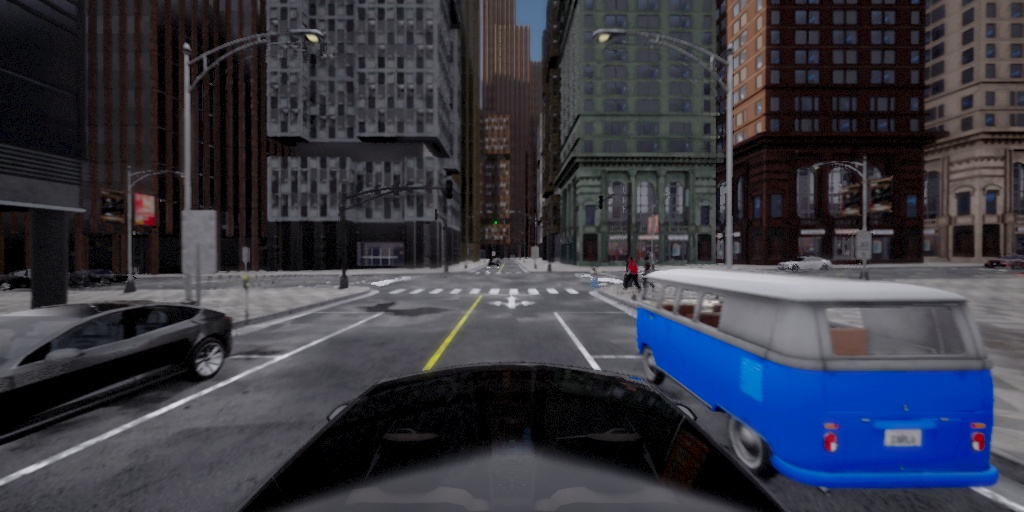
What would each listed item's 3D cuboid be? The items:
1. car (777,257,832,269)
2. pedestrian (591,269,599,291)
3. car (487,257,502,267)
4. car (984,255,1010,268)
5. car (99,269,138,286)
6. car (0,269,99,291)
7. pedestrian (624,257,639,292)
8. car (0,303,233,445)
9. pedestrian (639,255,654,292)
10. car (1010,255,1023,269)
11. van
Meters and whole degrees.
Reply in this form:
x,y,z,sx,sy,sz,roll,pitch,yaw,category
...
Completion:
x,y,z,sx,sy,sz,roll,pitch,yaw,category
28.613,0.784,35.123,4.674,1.442,1.812,-1,0,0,car
4.458,1.183,19.105,0.375,1.300,0.375,0,0,0,pedestrian
-3.190,1.076,62.241,1.837,1.490,4.892,0,0,0,car
49.145,0.577,35.048,4.181,1.385,1.994,-1,0,0,car
-32.784,1.719,28.390,4.718,1.301,1.895,-1,0,0,car
-32.749,1.619,25.139,5.008,1.535,1.882,-1,0,0,car
5.983,0.856,17.904,0.375,1.860,0.375,0,0,0,pedestrian
-5.668,1.310,4.465,1.948,1.339,4.313,0,0,0,car
6.962,0.844,18.504,0.375,1.860,0.375,0,0,0,pedestrian
43.771,0.608,28.503,4.902,1.511,2.128,-1,0,1,car
2.857,1.085,4.467,1.690,1.789,3.998,0,0,0,van
